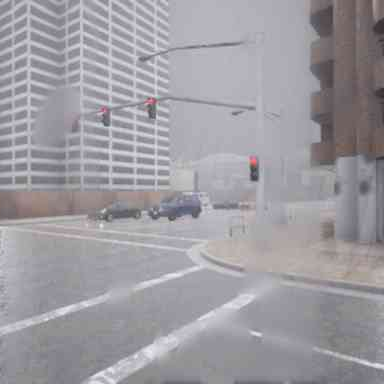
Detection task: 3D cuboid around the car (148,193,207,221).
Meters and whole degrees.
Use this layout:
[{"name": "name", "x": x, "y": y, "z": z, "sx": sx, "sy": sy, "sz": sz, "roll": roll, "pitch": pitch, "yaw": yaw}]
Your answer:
[{"name": "car", "x": -1.332, "y": 1.322, "z": 28.713, "sx": 2.150, "sy": 2.045, "sz": 5.566, "roll": 0, "pitch": 0, "yaw": 35}]

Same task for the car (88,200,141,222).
[{"name": "car", "x": -6.370, "y": 1.472, "z": 27.642, "sx": 2.097, "sy": 1.767, "sz": 4.553, "roll": 0, "pitch": 0, "yaw": 35}]

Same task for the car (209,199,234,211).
[{"name": "car", "x": 4.582, "y": 1.721, "z": 43.013, "sx": 1.895, "sy": 1.301, "sz": 4.718, "roll": 0, "pitch": 0, "yaw": 36}]

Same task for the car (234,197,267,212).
[{"name": "car", "x": 7.575, "y": 1.452, "z": 41.184, "sx": 2.097, "sy": 1.767, "sz": 4.553, "roll": 0, "pitch": 0, "yaw": 36}]
